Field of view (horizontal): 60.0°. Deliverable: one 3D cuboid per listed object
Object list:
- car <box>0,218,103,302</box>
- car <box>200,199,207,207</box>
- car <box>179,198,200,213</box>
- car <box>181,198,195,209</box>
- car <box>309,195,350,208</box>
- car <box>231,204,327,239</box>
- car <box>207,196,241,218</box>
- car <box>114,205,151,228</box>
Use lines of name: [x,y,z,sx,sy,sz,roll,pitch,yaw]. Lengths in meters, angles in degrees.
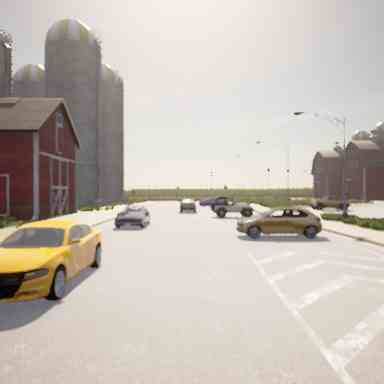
car: [-3.712,1.509,8.596,1.882,1.535,5.008,0,0,-1]
car: [3.410,1.565,54.584,4.611,1.667,2.242,0,0,0]
car: [-0.462,1.563,38.404,2.128,1.511,4.902,0,0,-1]
car: [-0.627,1.639,49.310,2.033,1.411,5.357,0,0,-1]
car: [16.794,1.315,40.693,4.605,1.855,1.932,0,0,0]
car: [4.331,1.519,16.902,4.193,1.474,1.816,0,0,0]
car: [3.636,1.353,30.379,3.866,1.878,1.905,0,0,0]
car: [-3.912,1.605,22.777,2.033,1.411,5.357,0,0,-1]
